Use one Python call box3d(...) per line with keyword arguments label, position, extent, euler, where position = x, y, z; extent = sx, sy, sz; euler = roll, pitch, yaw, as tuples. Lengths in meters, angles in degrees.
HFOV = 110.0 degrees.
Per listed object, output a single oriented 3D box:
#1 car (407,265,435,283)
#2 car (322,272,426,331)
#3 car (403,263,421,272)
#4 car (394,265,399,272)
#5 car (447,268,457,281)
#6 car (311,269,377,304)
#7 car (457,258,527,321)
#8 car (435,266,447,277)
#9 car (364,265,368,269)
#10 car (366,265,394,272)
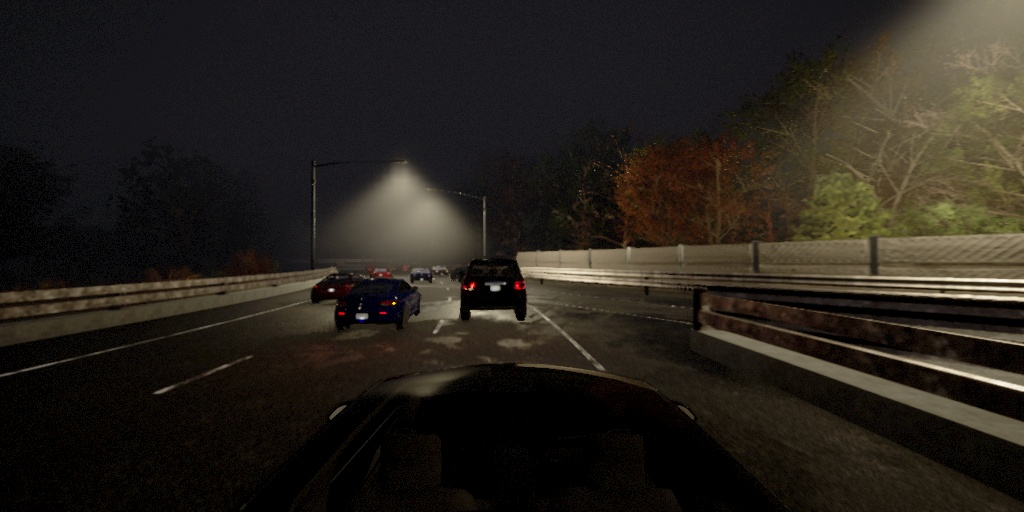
box3d(label="car", position=(-8.551, 1.785, 33.440), extent=(1.895, 1.301, 4.718), euler=(0, -1, -17))
box3d(label="car", position=(-4.101, 1.414, 11.516), extent=(1.812, 1.442, 4.674), euler=(0, -1, -6))
box3d(label="car", position=(-15.626, 2.021, 57.762), extent=(1.837, 1.490, 4.892), euler=(0, -2, -29))
box3d(label="car", position=(-21.065, 2.169, 60.315), extent=(1.895, 1.301, 4.718), euler=(0, -1, -32))
box3d(label="car", position=(-4.476, 1.699, 33.495), extent=(1.812, 1.442, 4.674), euler=(0, -1, -22))
box3d(label="car", position=(-8.534, 1.552, 18.288), extent=(1.994, 1.385, 4.181), euler=(0, -1, -9))
box3d(label="car", position=(-0.791, 1.123, 13.494), extent=(2.150, 2.045, 5.566), euler=(0, -1, -6))
box3d(label="car", position=(-9.420, 1.947, 45.790), extent=(1.895, 1.301, 4.718), euler=(0, -1, -23))
box3d(label="car", position=(-20.414, 1.988, 52.247), extent=(1.812, 1.442, 4.674), euler=(0, -1, -28))
box3d(label="car", position=(-12.788, 1.782, 35.007), extent=(1.994, 1.385, 4.181), euler=(0, -1, -19))
